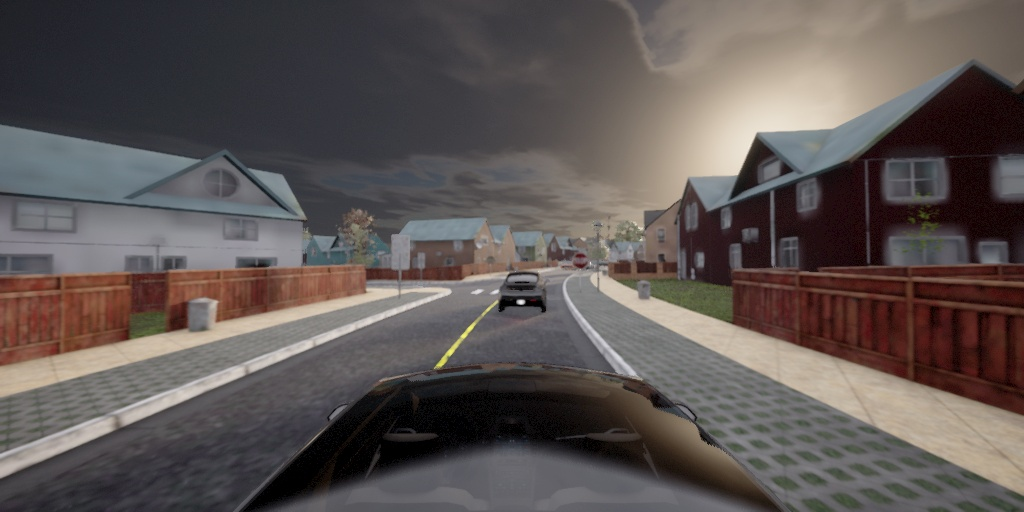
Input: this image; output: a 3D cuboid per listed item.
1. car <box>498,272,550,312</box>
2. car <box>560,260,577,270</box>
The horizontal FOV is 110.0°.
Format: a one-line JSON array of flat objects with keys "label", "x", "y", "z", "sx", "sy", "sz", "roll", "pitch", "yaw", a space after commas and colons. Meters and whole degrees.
[{"label": "car", "x": 0.552, "y": 1.390, "z": 15.098, "sx": 1.837, "sy": 1.490, "sz": 4.892, "roll": 0, "pitch": 0, "yaw": 6}, {"label": "car", "x": 10.157, "y": 1.602, "z": 64.430, "sx": 2.097, "sy": 1.767, "sz": 4.553, "roll": -1, "pitch": 0, "yaw": 24}]
